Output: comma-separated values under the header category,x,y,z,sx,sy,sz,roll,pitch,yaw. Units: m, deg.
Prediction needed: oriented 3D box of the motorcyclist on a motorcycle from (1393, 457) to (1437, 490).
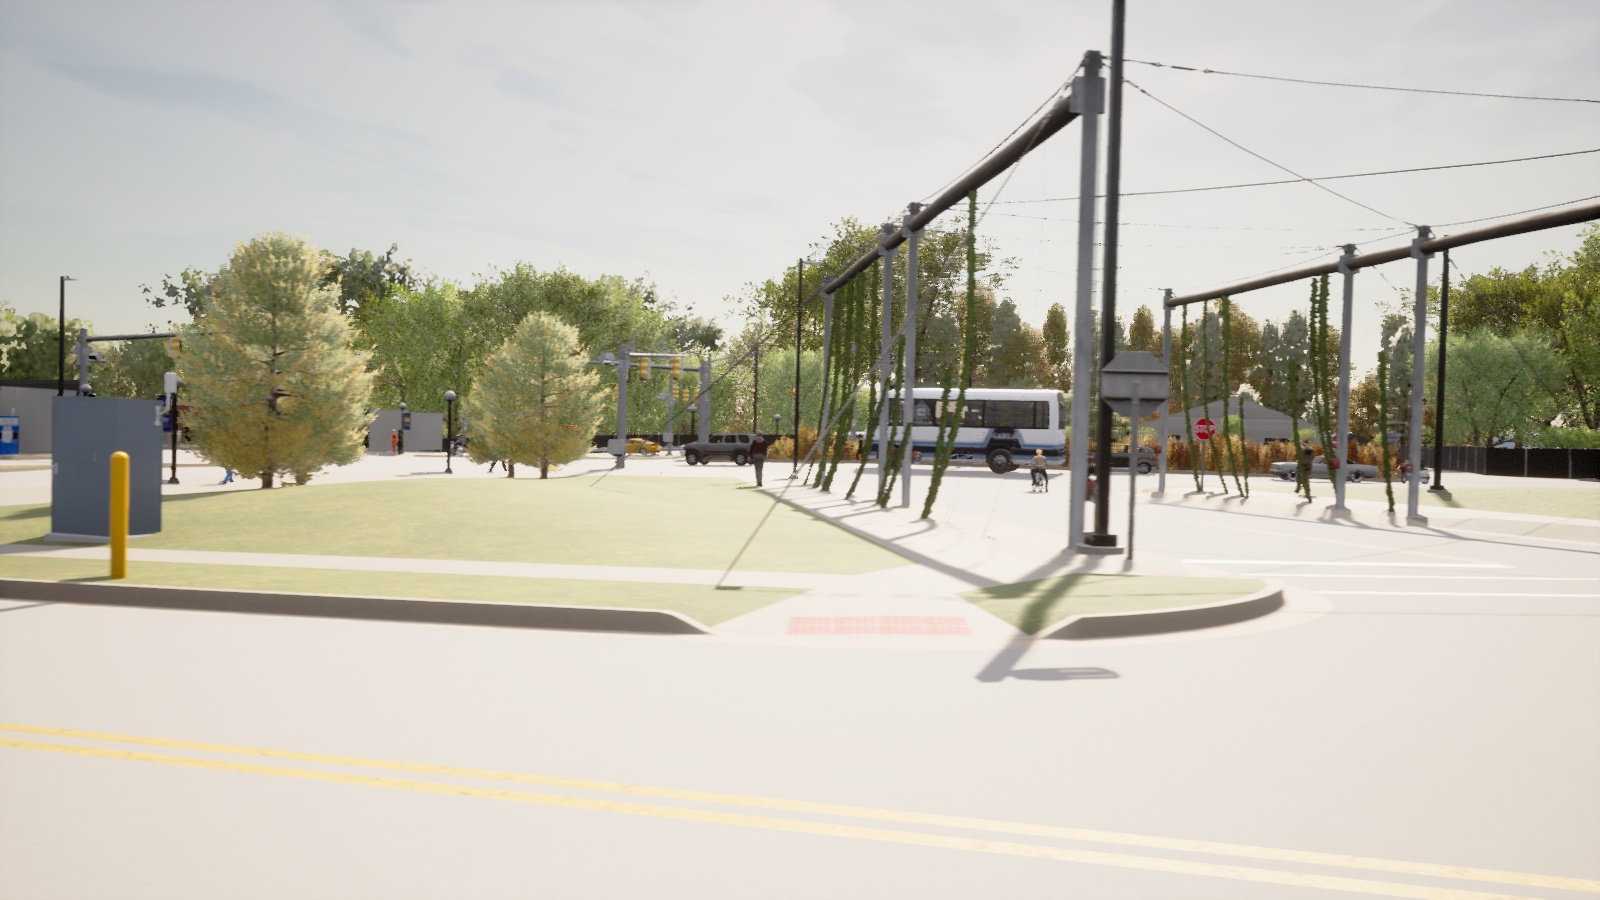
category,x,y,z,sx,sy,sz,roll,pitch,yaw
motorcyclist on a motorcycle,32.186,1.232,65.744,1.817,1.590,0.866,4,0,-13

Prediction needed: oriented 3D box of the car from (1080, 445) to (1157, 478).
category,x,y,z,sx,sy,sz,roll,pitch,yaw
car,16.601,0.577,65.341,3.705,1.549,1.789,2,2,18

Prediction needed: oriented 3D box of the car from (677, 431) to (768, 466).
category,x,y,z,sx,sy,sz,roll,pitch,yaw
car,-4.222,-0.113,68.616,4.605,1.855,1.932,1,1,19

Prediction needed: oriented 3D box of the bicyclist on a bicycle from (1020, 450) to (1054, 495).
category,x,y,z,sx,sy,sz,roll,pitch,yaw
bicyclist on a bicycle,8.812,0.832,46.768,0.866,1.612,1.509,2,0,-4

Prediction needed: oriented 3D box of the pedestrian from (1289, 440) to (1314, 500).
category,x,y,z,sx,sy,sz,roll,pitch,yaw
pedestrian,16.302,0.647,40.854,0.396,1.930,0.692,2,2,-6

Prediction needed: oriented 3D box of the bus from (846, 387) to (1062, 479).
category,x,y,z,sx,sy,sz,roll,pitch,yaw
bus,7.915,-0.977,64.449,10.273,4.253,3.944,2,2,19

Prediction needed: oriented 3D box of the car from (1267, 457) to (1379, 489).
category,x,y,z,sx,sy,sz,roll,pitch,yaw
car,25.521,1.110,61.403,4.718,1.301,1.895,2,1,8

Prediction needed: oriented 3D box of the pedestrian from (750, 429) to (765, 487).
category,x,y,z,sx,sy,sz,roll,pitch,yaw
pedestrian,-1.391,0.245,40.983,0.376,1.854,0.720,2,2,-6
